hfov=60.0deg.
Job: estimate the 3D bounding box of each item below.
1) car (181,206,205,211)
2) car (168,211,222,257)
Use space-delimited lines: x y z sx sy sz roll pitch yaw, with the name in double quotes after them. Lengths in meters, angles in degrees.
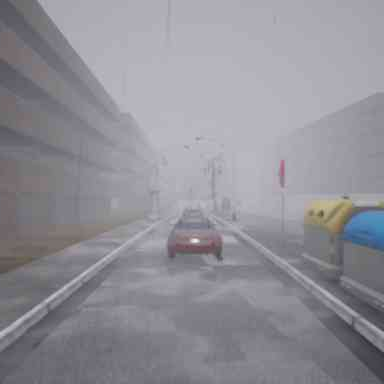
0.098 1.961 29.487 2.128 1.511 4.902 0 -2 0 "car"
0.097 1.663 13.345 1.994 1.385 4.181 0 -1 0 "car"
